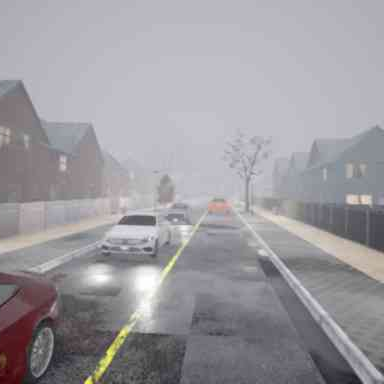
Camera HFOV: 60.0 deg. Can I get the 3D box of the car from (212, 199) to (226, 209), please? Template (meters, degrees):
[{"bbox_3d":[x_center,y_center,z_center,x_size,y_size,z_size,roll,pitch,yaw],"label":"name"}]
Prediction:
[{"bbox_3d":[3.936,1.672,48.175,1.895,1.301,4.718,1,0,5],"label":"car"}]

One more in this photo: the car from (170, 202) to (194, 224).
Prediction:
[{"bbox_3d":[-0.873,1.500,25.006,2.033,1.411,5.357,1,0,5],"label":"car"}]

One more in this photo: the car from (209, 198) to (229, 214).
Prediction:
[{"bbox_3d":[2.918,1.389,35.594,2.097,1.767,4.553,1,0,5],"label":"car"}]

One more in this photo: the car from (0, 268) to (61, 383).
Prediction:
[{"bbox_3d":[-2.701,1.464,2.655,1.812,1.442,4.674,1,0,3],"label":"car"}]

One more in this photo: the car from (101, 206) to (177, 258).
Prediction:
[{"bbox_3d":[-1.912,1.467,12.713,1.812,1.442,4.674,1,0,5],"label":"car"}]
